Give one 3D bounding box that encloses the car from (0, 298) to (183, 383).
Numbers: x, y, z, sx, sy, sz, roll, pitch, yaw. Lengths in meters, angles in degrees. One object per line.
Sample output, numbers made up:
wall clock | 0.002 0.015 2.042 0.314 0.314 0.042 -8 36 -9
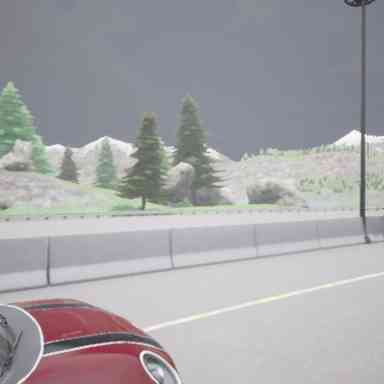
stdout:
car | -2.211 1.344 2.046 4.553 1.767 2.097 0 0 -36
